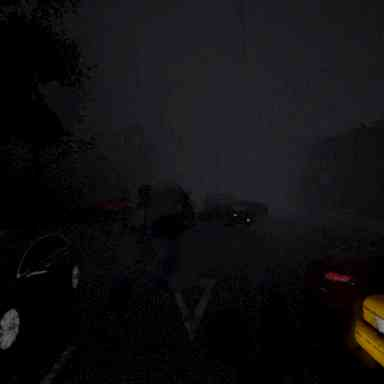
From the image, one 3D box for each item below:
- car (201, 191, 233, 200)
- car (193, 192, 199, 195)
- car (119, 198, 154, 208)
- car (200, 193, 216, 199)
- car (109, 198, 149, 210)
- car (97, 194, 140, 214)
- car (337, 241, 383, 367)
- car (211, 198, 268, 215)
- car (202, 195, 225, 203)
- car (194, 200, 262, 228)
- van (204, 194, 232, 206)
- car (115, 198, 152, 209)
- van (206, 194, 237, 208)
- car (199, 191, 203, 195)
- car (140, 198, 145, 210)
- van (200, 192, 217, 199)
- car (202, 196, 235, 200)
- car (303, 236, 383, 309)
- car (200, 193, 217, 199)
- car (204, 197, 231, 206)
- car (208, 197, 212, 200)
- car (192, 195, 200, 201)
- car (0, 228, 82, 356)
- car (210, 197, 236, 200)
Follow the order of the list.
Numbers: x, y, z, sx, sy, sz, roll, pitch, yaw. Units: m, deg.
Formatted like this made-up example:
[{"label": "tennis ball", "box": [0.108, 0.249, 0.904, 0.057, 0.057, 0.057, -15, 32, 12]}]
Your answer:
[{"label": "car", "box": [4.412, 1.291, 46.570, 5.566, 2.045, 2.435, 0, 0, 0]}, {"label": "car", "box": [0.032, 1.294, 72.408, 1.837, 1.490, 4.892, 0, 1, 0]}, {"label": "car", "box": [-8.157, 1.583, 49.255, 4.792, 1.488, 2.163, 0, 0, 0]}, {"label": "car", "box": [4.498, 1.119, 94.625, 4.674, 1.452, 2.002, 0, 1, 0]}, {"label": "car", "box": [-8.208, 1.531, 43.733, 4.892, 1.521, 2.231, 0, 0, 0]}, {"label": "car", "box": [-8.192, 1.368, 35.262, 4.553, 1.767, 2.185, 0, 0, 0]}, {"label": "car", "box": [4.724, 1.501, 3.637, 5.366, 1.575, 1.946, 0, 0, 0]}, {"label": "car", "box": [4.313, 1.499, 29.614, 4.792, 1.488, 2.163, 0, 0, 0]}, {"label": "car", "box": [4.436, 1.458, 69.196, 4.674, 1.452, 2.002, 0, 1, 0]}, {"label": "car", "box": [2.134, 1.508, 22.113, 1.812, 1.442, 4.674, 1, 0, -33]}, {"label": "van", "box": [4.287, 1.349, 54.926, 4.442, 1.987, 1.878, 0, 0, 0]}, {"label": "car", "box": [-8.164, 1.571, 46.431, 4.792, 1.488, 2.163, 0, 0, 0]}, {"label": "van", "box": [4.274, 1.329, 49.396, 4.442, 1.987, 1.878, 0, 0, 0]}, {"label": "car", "box": [4.428, 1.179, 77.670, 4.553, 1.767, 2.185, 0, 1, 0]}, {"label": "car", "box": [-8.212, 1.505, 37.961, 5.008, 1.535, 2.097, 0, 0, 0]}, {"label": "van", "box": [4.370, 0.929, 88.970, 4.442, 1.987, 1.878, 0, 1, 0]}, {"label": "car", "box": [4.177, 1.503, 38.092, 5.366, 1.575, 1.946, 0, 0, 0]}, {"label": "car", "box": [4.523, 1.560, 6.279, 4.674, 1.452, 2.002, -1, 0, 0]}, {"label": "car", "box": [4.523, 1.147, 91.799, 4.792, 1.488, 2.163, 0, 1, 0]}, {"label": "car", "box": [4.408, 1.603, 57.885, 4.674, 1.452, 2.002, 0, 1, 0]}, {"label": "car", "box": [4.353, 1.534, 35.266, 4.674, 1.452, 2.002, 0, 0, 0]}, {"label": "car", "box": [0.033, 1.644, 61.291, 1.895, 1.301, 4.718, 0, 1, 0]}, {"label": "car", "box": [-3.506, 1.539, 6.154, 1.837, 1.490, 4.892, 1, 1, -1]}, {"label": "car", "box": [4.346, 1.522, 32.441, 4.674, 1.452, 2.002, 0, 0, 0]}]
